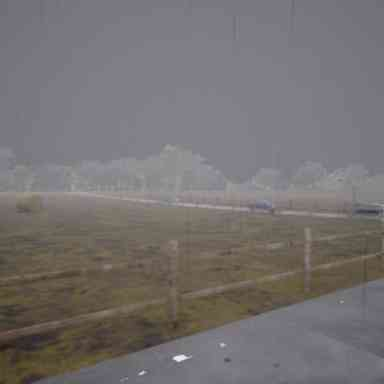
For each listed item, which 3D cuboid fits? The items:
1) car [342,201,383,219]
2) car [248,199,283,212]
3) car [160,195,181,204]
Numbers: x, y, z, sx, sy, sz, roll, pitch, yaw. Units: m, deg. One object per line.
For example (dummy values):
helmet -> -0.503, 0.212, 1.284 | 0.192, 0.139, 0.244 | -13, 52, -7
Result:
car -> 16.071, 1.616, 29.960 | 2.128, 1.511, 4.902 | 2, -1, -34
car -> 8.801, 1.634, 40.168 | 1.812, 1.442, 4.674 | 2, 0, -36
car -> -3.708, 1.269, 57.779 | 2.128, 1.511, 4.902 | 2, 0, -35
